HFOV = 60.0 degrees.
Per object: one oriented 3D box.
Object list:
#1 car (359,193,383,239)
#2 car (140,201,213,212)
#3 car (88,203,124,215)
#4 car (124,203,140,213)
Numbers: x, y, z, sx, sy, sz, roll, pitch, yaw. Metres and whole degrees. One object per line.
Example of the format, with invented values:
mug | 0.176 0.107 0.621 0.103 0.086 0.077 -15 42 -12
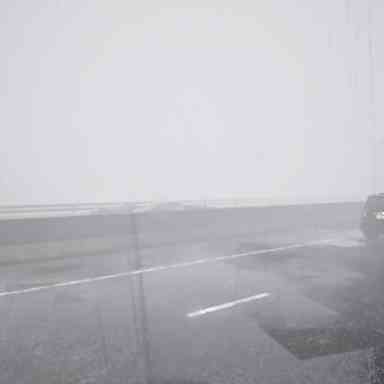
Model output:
car | 9.738 1.050 14.851 5.566 2.045 2.150 -1 1 -35
car | -0.203 1.447 20.964 5.357 1.411 2.033 -1 0 -35
car | -5.537 1.533 25.769 4.718 1.301 1.895 -1 0 -35
car | -2.074 1.410 23.920 4.892 1.490 1.837 -1 0 -35
